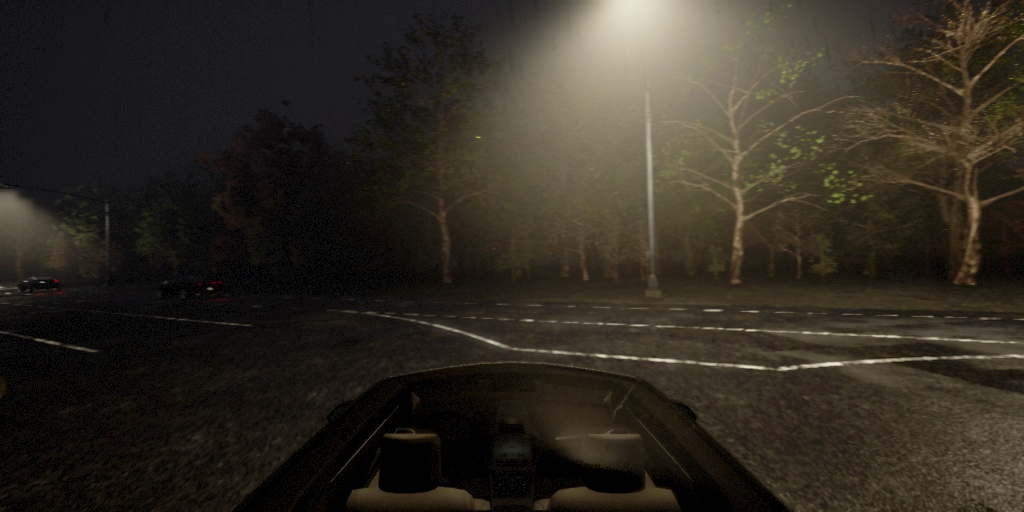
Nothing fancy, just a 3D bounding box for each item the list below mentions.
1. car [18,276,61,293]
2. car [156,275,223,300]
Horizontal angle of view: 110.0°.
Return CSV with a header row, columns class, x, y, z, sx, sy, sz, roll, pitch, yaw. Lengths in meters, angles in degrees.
class,x,y,z,sx,sy,sz,roll,pitch,yaw
car,-46.823,2.778,35.514,4.902,1.511,2.128,-2,-1,25
car,-21.194,1.985,23.548,5.008,1.535,1.882,-2,-1,25
